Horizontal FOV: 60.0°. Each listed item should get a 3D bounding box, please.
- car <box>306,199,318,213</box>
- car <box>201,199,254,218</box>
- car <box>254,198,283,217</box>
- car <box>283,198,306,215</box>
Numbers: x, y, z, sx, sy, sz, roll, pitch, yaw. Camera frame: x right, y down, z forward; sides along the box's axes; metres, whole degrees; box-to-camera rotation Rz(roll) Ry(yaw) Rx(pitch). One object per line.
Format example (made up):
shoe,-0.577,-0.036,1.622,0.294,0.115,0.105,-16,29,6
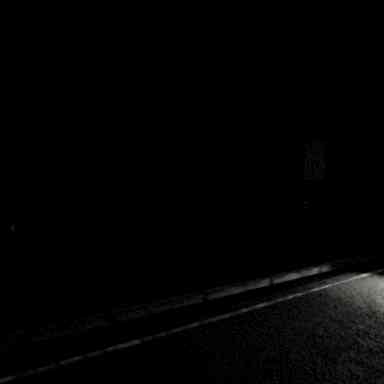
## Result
car,10.579,1.366,34.068,2.002,1.452,4.674,0,0,-35
car,2.679,1.408,28.443,2.002,1.452,4.674,0,0,-35
car,5.349,1.355,30.341,2.231,1.521,4.892,0,0,-35
car,8.009,1.340,32.248,2.097,1.535,5.008,0,0,-35
